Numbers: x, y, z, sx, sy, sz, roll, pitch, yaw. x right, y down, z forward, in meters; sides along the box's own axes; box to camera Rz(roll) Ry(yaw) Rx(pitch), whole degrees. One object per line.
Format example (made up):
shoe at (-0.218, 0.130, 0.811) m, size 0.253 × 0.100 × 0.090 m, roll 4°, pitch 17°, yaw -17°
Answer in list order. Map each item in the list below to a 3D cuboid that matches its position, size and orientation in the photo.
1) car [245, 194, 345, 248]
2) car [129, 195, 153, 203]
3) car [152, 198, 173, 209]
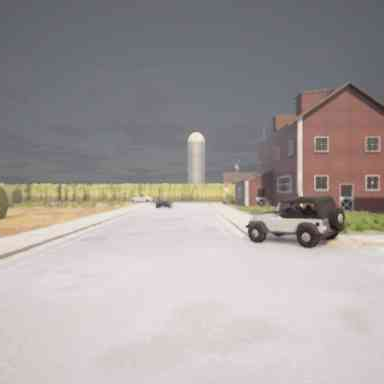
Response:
car at (4.159, 1.098, 13.662) m, size 1.905 × 1.878 × 3.866 m, roll -8°, pitch 4°, yaw -42°
car at (-9.907, 1.331, 65.099) m, size 4.674 × 1.442 × 1.812 m, roll 0°, pitch 0°, yaw 1°
car at (-3.552, 1.456, 42.556) m, size 1.895 × 1.301 × 4.718 m, roll 0°, pitch 0°, yaw 1°
